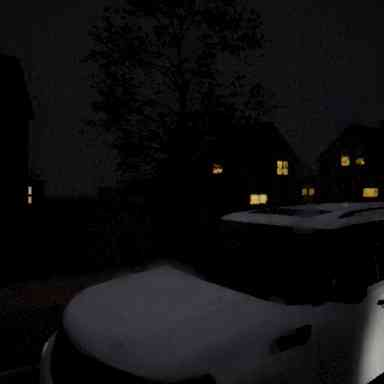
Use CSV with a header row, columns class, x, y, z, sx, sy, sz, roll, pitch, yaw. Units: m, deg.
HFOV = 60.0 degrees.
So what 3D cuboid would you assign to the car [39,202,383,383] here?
class,x,y,z,sx,sy,sz,roll,pitch,yaw
car,1.262,1.193,3.958,5.566,2.045,2.150,-1,1,-35
